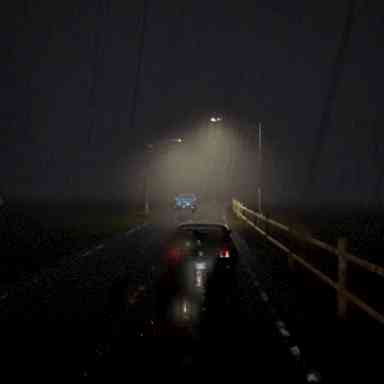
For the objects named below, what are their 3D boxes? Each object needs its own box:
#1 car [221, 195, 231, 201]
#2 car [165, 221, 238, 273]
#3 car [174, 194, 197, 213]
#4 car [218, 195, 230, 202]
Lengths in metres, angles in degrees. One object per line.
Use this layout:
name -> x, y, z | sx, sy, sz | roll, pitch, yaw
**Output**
car -> 8.643, 1.544, 84.873 | 2.128, 1.511, 4.902 | 0, 0, 10
car -> 0.336, 1.591, 10.679 | 1.895, 1.301, 4.718 | 0, 0, 3
car -> -0.605, 1.195, 37.582 | 2.150, 2.045, 5.566 | 0, 0, 5
car -> 6.883, 1.582, 74.642 | 2.033, 1.411, 5.357 | 0, 0, 9
